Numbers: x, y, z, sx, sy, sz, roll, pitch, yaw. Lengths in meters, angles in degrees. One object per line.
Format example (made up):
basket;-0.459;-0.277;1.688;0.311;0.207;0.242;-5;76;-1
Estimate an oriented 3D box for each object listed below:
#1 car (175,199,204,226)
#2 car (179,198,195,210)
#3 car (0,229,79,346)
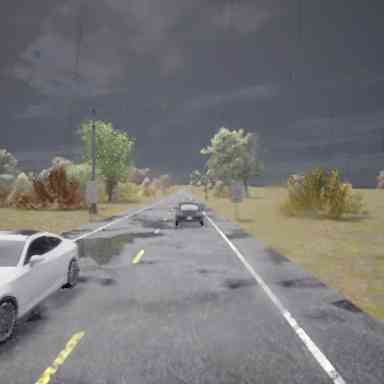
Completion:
car;-0.192;1.460;22.981;1.812;1.442;4.674;0;0;-1
car;-0.649;1.471;41.970;1.895;1.301;4.718;0;0;-1
car;-3.629;1.511;6.405;1.812;1.442;4.674;0;0;0
